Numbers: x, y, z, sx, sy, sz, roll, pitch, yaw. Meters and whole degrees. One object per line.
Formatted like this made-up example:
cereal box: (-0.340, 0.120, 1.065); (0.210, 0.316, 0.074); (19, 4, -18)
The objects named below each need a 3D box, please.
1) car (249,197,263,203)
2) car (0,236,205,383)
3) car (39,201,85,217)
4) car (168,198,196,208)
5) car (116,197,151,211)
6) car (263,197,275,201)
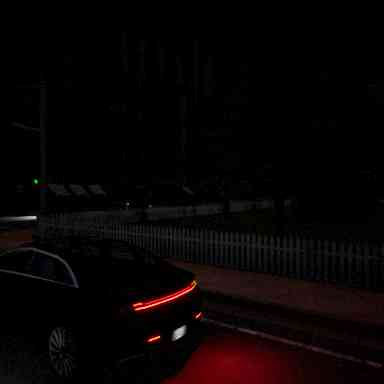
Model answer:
car: (12.330, 1.601, 61.873); (1.895, 1.301, 4.718); (0, 0, 34)
car: (-2.118, 1.491, 5.451); (4.902, 1.511, 2.128); (0, 0, 36)
car: (-12.377, 1.564, 31.861); (1.994, 1.385, 4.181); (0, 0, 34)
car: (-1.402, 1.601, 48.105); (1.895, 1.301, 4.718); (0, 0, 34)
car: (-6.960, 1.352, 39.885); (2.097, 1.767, 4.553); (0, 0, 34)
car: (15.208, 1.547, 59.887); (2.033, 1.411, 5.357); (0, 0, 34)
